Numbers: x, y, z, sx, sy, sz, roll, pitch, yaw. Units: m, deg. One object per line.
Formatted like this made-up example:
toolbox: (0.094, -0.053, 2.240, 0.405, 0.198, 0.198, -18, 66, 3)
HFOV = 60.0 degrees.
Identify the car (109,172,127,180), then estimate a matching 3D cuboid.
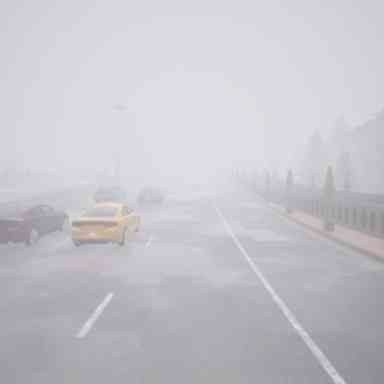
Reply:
car: (-13.694, -3.004, 63.776, 2.128, 1.511, 4.902, 0, 5, 1)

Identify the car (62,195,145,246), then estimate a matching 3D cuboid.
car: (-3.428, 1.193, 14.019, 1.882, 1.535, 5.008, 0, 3, 1)

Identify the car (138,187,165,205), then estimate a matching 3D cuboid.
car: (-3.363, 0.246, 27.787, 1.994, 1.385, 4.181, 0, 5, 1)

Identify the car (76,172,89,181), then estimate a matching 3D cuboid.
car: (-20.688, -2.994, 63.804, 2.128, 1.511, 4.902, 0, 5, 1)

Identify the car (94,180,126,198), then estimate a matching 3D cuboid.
car: (-6.860, 0.142, 28.179, 2.128, 1.511, 4.902, 0, 5, 1)

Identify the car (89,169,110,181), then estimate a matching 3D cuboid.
car: (-17.188, -3.270, 63.633, 2.150, 2.045, 5.566, 0, 5, 1)

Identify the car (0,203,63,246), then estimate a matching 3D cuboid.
car: (-6.928, 1.193, 14.044, 1.882, 1.535, 5.008, 0, 3, 1)
